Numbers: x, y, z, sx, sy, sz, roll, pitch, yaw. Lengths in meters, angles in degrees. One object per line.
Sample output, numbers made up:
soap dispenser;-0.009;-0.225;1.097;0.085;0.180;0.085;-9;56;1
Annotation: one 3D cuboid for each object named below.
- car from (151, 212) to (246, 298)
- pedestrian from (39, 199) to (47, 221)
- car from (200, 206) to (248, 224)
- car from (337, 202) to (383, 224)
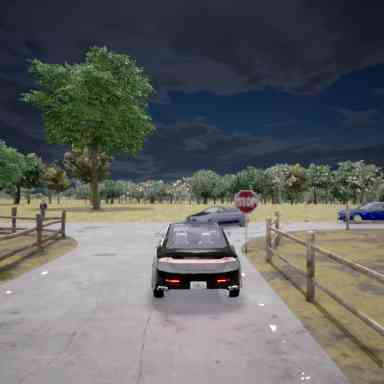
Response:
car;0.048;1.507;8.543;2.128;1.511;4.902;0;0;-2
pedestrian;-12.120;1.442;27.073;0.375;1.860;0.375;0;-1;0
car;1.528;1.583;20.752;4.181;1.385;1.994;-1;0;-36
car;13.113;1.491;24.004;5.008;1.535;1.882;0;-2;0
